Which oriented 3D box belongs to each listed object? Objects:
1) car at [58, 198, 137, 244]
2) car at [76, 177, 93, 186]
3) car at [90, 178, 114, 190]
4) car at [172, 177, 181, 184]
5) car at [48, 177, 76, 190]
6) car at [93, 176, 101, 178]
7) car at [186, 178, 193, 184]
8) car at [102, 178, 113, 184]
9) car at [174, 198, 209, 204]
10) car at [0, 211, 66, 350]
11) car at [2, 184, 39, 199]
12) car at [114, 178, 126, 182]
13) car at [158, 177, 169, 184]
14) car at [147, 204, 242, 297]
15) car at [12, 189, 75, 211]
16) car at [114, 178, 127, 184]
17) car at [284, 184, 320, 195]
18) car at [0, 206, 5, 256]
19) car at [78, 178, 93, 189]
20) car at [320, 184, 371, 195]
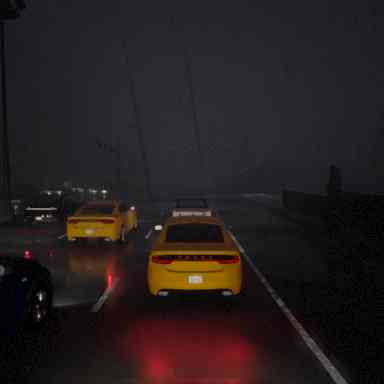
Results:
[{"bbox_3d":[-3.493,1.062,13.709,1.882,1.535,5.008,0,3,0],"label":"car"},{"bbox_3d":[-21.493,-1.662,64.259,2.128,1.511,4.902,0,3,0],"label":"car"},{"bbox_3d":[-14.453,-1.088,53.960,1.837,1.490,4.892,0,3,-1],"label":"car"},{"bbox_3d":[-4.147,-2.868,86.070,1.882,1.535,5.008,0,3,0],"label":"car"},{"bbox_3d":[-21.486,-1.398,54.404,2.150,2.045,5.566,0,3,0],"label":"car"},{"bbox_3d":[-21.559,-2.485,74.524,2.150,2.045,5.566,0,3,0],"label":"car"},{"bbox_3d":[-0.651,-2.832,86.559,2.128,1.511,4.902,0,3,0],"label":"car"},{"bbox_3d":[-21.641,-2.768,85.183,1.812,1.442,4.674,0,3,0],"label":"car"},{"bbox_3d":[-0.021,0.974,17.754,1.895,1.301,4.718,0,3,0],"label":"car"},{"bbox_3d":[-3.426,1.313,3.878,2.097,1.767,4.553,0,1,0],"label":"car"},{"bbox_3d":[-17.854,-0.066,34.848,2.128,1.511,4.902,0,3,0],"label":"car"},{"bbox_3d":[-14.518,-1.620,63.262,1.882,1.535,5.008,0,3,0],"label":"car"},{"bbox_3d":[-7.647,-2.818,86.046,2.128,1.511,4.902,0,3,0],"label":"car"},{"bbox_3d":[0.045,1.316,8.386,1.882,1.535,5.008,0,2,0],"label":"car"},{"bbox_3d":[-7.022,0.866,17.620,2.128,1.511,4.902,0,3,0],"label":"car"},{"bbox_3d":[-18.136,-2.742,84.624,2.128,1.511,4.902,0,3,0],"label":"car"},{"bbox_3d":[13.813,-0.303,41.396,4.718,1.301,1.895,0,3,2],"label":"car"},{"bbox_3d":[-6.954,1.322,8.210,1.882,1.535,5.008,0,2,0],"label":"car"},{"bbox_3d":[-18.005,-1.324,58.672,1.812,1.442,4.674,0,3,0],"label":"car"},{"bbox_3d":[17.672,-0.215,37.771,4.902,1.511,2.128,0,3,2],"label":"car"}]
